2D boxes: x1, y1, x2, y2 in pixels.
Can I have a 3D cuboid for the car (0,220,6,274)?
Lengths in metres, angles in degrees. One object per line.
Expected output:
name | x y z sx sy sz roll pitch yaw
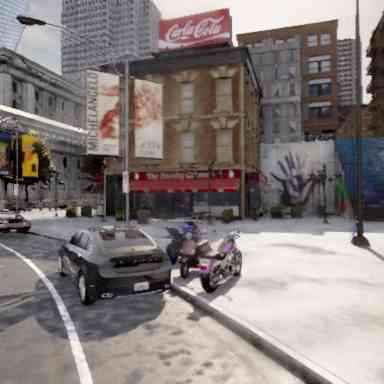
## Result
car | -6.962 1.644 10.007 1.882 1.535 5.008 0 -1 -34

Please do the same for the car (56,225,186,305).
car | -2.212 1.625 8.574 1.837 1.490 4.892 0 -1 -30

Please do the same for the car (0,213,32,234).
car | -11.622 1.920 20.529 1.895 1.301 4.718 0 -1 -43
